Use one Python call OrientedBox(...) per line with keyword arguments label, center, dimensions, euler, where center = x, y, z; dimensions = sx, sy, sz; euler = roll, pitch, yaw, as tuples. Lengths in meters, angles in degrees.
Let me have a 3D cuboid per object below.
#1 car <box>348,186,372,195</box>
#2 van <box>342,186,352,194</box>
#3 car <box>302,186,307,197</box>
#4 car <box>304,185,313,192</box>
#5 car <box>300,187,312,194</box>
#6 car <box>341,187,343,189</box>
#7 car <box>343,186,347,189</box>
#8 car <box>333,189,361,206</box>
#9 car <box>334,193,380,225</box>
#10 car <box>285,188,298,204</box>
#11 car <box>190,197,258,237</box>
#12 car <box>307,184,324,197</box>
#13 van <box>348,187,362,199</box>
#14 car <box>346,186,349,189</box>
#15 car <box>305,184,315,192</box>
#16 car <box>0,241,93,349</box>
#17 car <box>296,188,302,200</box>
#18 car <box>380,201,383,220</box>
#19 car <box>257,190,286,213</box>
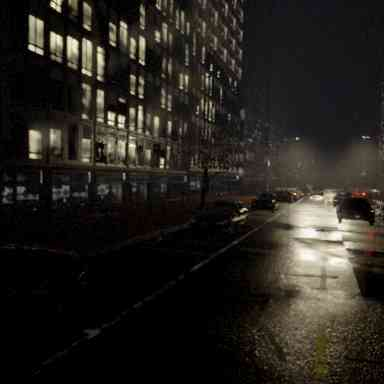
OrientedBox(label="car", center=(21.928, 0.324, 42.967), dimensions=(2.192, 1.841, 5.009), euler=(2, 2, 22))
OrientedBox(label="van", center=(34.763, -0.460, 74.551), dimensions=(1.690, 1.788, 3.998), euler=(2, 2, 22))
OrientedBox(label="car", center=(16.239, 0.075, 51.225), dimensions=(1.752, 1.417, 4.829), euler=(2, 2, 22))
OrientedBox(label="car", center=(29.140, -0.825, 82.964), dimensions=(1.967, 1.590, 4.097), euler=(2, 2, 22))
OrientedBox(label="car", center=(24.859, -0.444, 72.440), dimensions=(2.008, 1.369, 4.403), euler=(2, 2, 22))
OrientedBox(label="car", center=(32.622, -0.225, 69.291), dimensions=(1.967, 1.590, 4.097), euler=(2, 2, 22))
OrientedBox(label="car", center=(28.344, 0.045, 58.763), dimensions=(1.967, 1.590, 4.097), euler=(2, 2, 22))
OrientedBox(label="car", center=(14.531, 0.764, 31.793), dimensions=(2.033, 1.411, 5.357), euler=(2, 2, 23))
OrientedBox(label="car", center=(9.648, 1.050, 19.745), dimensions=(1.812, 1.442, 4.674), euler=(2, 2, 22))
OrientedBox(label="car", center=(9.884, 0.531, 35.592), dimensions=(1.802, 1.307, 4.206), euler=(2, 2, 22))
OrientedBox(label="car", center=(1.328, 1.037, 14.536), dimensions=(2.008, 1.369, 4.403), euler=(2, 2, 22))
OrientedBox(label="car", center=(21.321, -0.156, 56.554), dimensions=(2.097, 1.767, 4.553), euler=(2, 2, 22))
OrientedBox(label="van", center=(26.207, 0.081, 53.495), dimensions=(1.690, 1.788, 3.998), euler=(2, 2, 22))
OrientedBox(label="car", center=(24.068, 0.190, 48.231), dimensions=(2.192, 1.841, 5.009), euler=(2, 2, 22))
OrientedBox(label="car", center=(31.281, -1.086, 88.224), dimensions=(2.192, 1.841, 5.009), euler=(2, 2, 22))
OrientedBox(label="car", center=(-2.951, 1.337, 4.009), dimensions=(1.802, 1.307, 4.206), euler=(2, 2, 22))
OrientedBox(label="car", center=(12.026, 0.255, 40.852), dimensions=(1.967, 1.590, 4.097), euler=(2, 2, 22))
OrientedBox(label="car", center=(13.368, 1.098, 21.918), dimensions=(2.008, 1.369, 4.403), euler=(2, 2, 22))
OrientedBox(label="car", center=(5.607, 0.769, 25.063), dimensions=(2.008, 1.369, 4.403), euler=(2, 2, 22))
